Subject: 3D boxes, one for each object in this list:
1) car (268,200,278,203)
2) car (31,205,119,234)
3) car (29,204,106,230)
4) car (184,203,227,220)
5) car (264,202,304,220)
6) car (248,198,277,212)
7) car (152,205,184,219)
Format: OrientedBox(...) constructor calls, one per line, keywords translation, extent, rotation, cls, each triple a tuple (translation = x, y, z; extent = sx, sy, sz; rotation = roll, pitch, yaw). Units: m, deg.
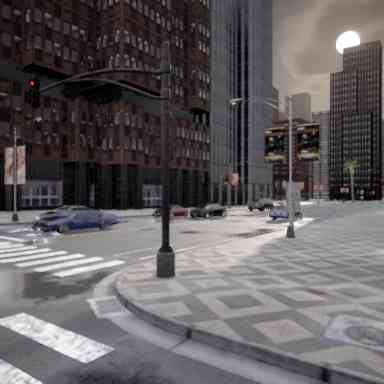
OrientedBox(translation=(13.644, 2.272, 50.126), extent=(1.812, 1.442, 4.674), rotation=(0, -1, 35), cls="car")
OrientedBox(translation=(-7.124, 1.762, 20.958), extent=(2.033, 1.411, 5.357), rotation=(0, -1, 35), cls="car")
OrientedBox(translation=(-8.862, 1.725, 24.125), extent=(2.128, 1.511, 4.902), rotation=(0, -1, 35), cls="car")
OrientedBox(translation=(1.712, 1.914, 33.434), extent=(1.882, 1.535, 5.008), rotation=(0, -1, 35), cls="car")
OrientedBox(translation=(9.390, 2.048, 32.691), extent=(2.033, 1.411, 5.357), rotation=(0, -1, 35), cls="car")
OrientedBox(translation=(10.721, 1.948, 51.628), extent=(2.150, 2.045, 5.566), rotation=(0, -1, 35), cls="car")
OrientedBox(translation=(-2.086, 1.966, 33.693), extent=(1.994, 1.385, 4.181), rotation=(0, -1, 35), cls="car")
